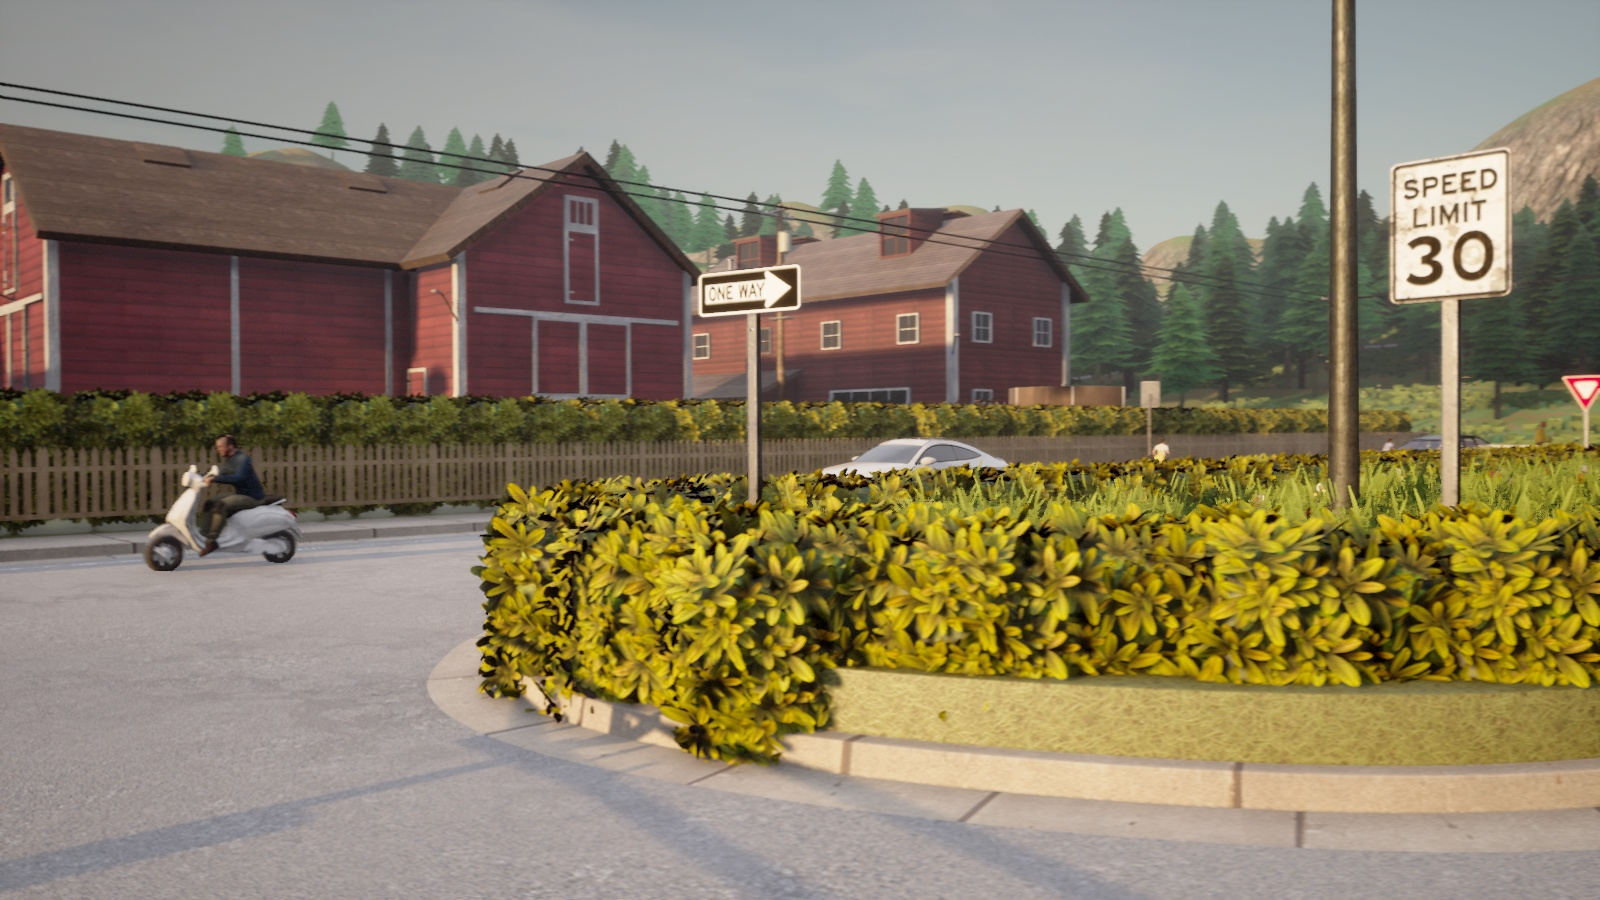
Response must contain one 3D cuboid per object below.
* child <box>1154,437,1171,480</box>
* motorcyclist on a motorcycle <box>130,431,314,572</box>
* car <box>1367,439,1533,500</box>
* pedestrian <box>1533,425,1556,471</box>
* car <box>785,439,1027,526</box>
[{"bbox_3d":[10.590,0.249,36.675,0.437,1.263,0.270,-1,1,-43],"label":"child"},{"bbox_3d":[-6.892,0.564,15.021,1.817,1.590,0.866,-1,1,-43],"label":"motorcyclist on a motorcycle"},{"bbox_3d":[16.681,0.431,32.108,5.357,1.411,2.033,-1,1,-42],"label":"car"},{"bbox_3d":[29.681,-0.079,50.065,0.726,1.835,0.370,1,1,45],"label":"pedestrian"},{"bbox_3d":[2.056,0.524,23.318,4.674,1.442,1.812,-1,1,-43],"label":"car"}]
